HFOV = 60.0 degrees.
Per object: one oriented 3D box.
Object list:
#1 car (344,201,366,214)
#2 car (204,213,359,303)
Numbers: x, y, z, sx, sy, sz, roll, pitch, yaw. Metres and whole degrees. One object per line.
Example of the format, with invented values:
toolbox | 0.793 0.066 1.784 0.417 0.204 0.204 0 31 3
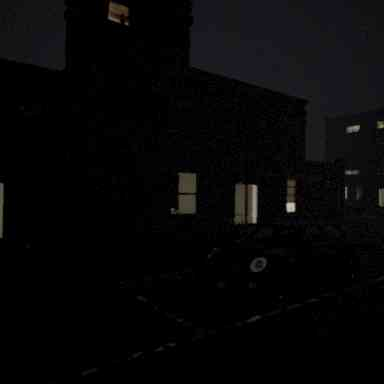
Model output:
car | 15.572 1.579 34.382 1.887 1.381 4.507 1 -1 -35
car | 2.261 1.434 8.151 4.097 1.590 1.967 0 1 -35
